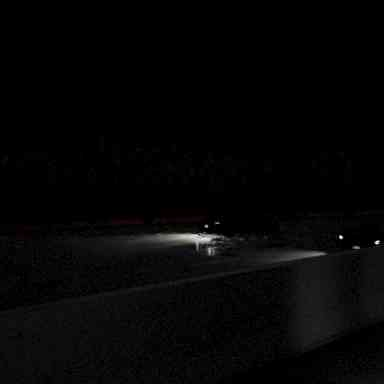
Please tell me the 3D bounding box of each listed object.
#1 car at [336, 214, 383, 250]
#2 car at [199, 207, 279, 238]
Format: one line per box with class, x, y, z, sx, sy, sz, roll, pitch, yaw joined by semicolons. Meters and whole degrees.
car;7.932;1.523;12.521;5.357;1.411;2.033;0;0;-27
car;2.491;1.519;17.464;4.181;1.385;1.994;0;0;-28
